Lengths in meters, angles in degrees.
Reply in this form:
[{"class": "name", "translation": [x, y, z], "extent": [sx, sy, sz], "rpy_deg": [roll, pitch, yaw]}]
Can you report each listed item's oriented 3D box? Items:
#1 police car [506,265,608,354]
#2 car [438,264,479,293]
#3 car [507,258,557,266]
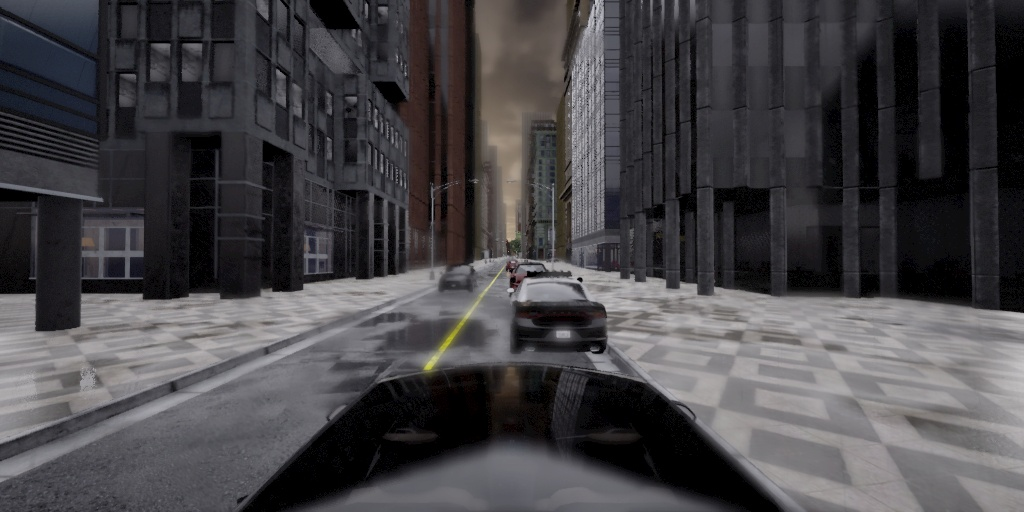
[{"class": "police car", "translation": [0.907, 1.176, 8.902], "extent": [1.930, 1.638, 5.238], "rpy_deg": [0, 0, 0]}, {"class": "car", "translation": [-2.978, 1.253, 20.674], "extent": [1.837, 1.490, 4.892], "rpy_deg": [0, 0, 0]}, {"class": "car", "translation": [0.918, 1.100, 18.763], "extent": [2.097, 1.767, 4.553], "rpy_deg": [0, 0, 0]}]
